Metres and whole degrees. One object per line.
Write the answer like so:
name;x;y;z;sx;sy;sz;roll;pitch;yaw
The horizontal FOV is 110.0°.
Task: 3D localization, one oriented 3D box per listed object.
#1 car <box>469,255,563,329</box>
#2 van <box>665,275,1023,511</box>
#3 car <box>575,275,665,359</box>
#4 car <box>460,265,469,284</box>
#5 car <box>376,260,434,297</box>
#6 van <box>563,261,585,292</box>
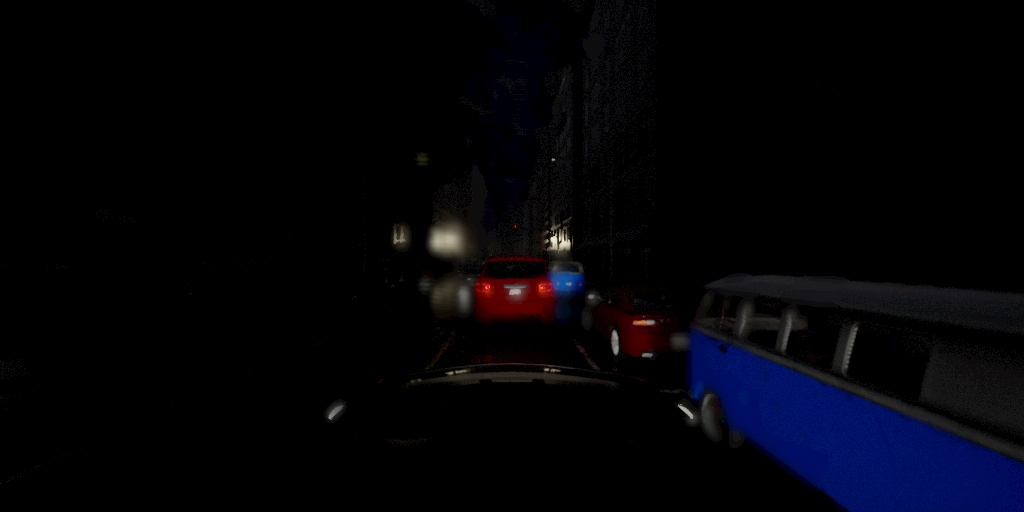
car;0.112;1.013;11.545;2.150;2.045;5.566;0;-1;0
van;2.857;1.095;2.654;1.690;1.789;3.998;0;0;0
car;2.864;1.325;8.315;1.888;1.381;4.507;0;0;0
car;-2.976;1.413;29.002;2.033;1.411;5.357;0;0;0
car;-5.647;1.142;19.606;2.192;1.841;5.009;0;0;0
van;2.877;1.169;19.636;1.690;1.789;3.998;0;0;0
